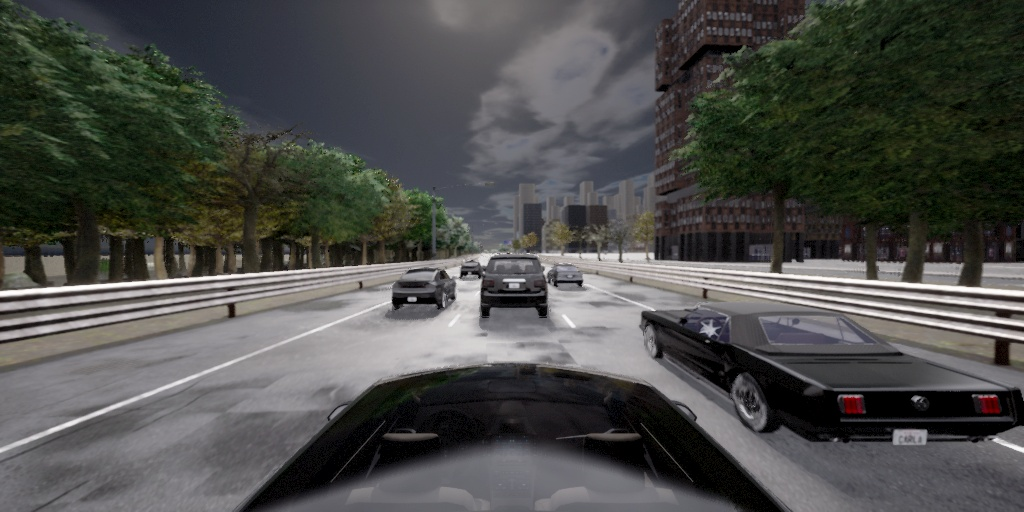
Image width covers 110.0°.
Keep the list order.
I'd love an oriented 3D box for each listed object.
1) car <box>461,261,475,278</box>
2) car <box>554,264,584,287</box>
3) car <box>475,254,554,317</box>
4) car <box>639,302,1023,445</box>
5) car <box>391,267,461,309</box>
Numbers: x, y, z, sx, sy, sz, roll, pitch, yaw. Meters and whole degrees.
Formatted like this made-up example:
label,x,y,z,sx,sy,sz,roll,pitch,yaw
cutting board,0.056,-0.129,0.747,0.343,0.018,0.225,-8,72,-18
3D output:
label,x,y,z,sx,sy,sz,roll,pitch,yaw
car,-3.641,1.206,32.849,1.837,1.490,4.892,0,0,-1
car,3.472,1.268,24.109,2.033,1.411,5.357,0,0,-1
car,0.071,0.961,13.208,2.150,2.045,5.566,0,0,0
car,3.590,1.347,5.453,1.895,1.301,4.718,0,0,0
car,-3.452,1.243,14.769,1.837,1.490,4.892,0,0,0
